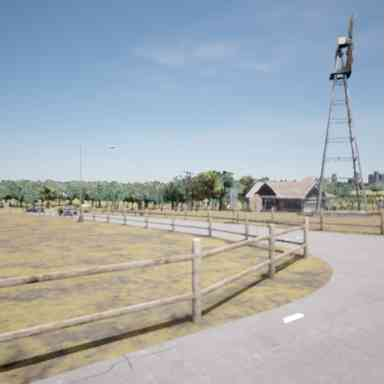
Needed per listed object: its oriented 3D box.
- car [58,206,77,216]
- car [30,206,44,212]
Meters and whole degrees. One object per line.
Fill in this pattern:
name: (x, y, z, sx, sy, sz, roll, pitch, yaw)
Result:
car: (-18.699, 2.782, 49.961, 2.128, 1.511, 4.902, 0, -2, -36)
car: (-36.921, 4.157, 80.084, 2.097, 1.767, 4.553, 0, -3, -36)
